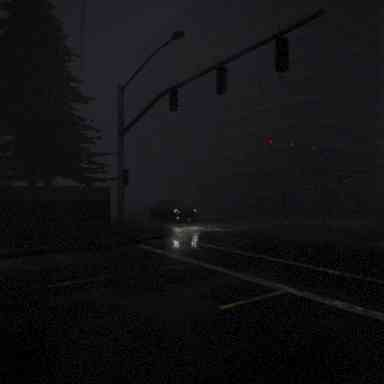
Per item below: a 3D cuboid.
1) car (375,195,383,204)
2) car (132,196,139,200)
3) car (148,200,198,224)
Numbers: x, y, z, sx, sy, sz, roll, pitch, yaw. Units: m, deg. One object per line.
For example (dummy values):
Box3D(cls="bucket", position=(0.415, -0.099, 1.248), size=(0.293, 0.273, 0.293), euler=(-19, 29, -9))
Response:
Box3D(cls="car", position=(35.013, 1.424, 61.950), size=(1.882, 1.535, 5.008), euler=(0, 0, -12))
Box3D(cls="car", position=(-13.923, 1.561, 92.019), size=(5.357, 1.411, 2.033), euler=(0, 0, -35))
Box3D(cls="car", position=(-1.508, 1.393, 25.389), size=(2.097, 1.767, 4.553), euler=(0, 0, -35))
